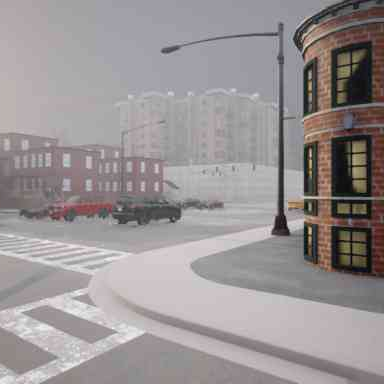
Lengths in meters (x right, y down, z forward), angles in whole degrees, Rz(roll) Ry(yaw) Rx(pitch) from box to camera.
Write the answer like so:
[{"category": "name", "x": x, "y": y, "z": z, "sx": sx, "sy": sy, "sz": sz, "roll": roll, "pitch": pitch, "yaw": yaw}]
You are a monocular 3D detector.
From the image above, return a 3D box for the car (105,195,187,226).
[{"category": "car", "x": -3.092, "y": 1.221, "z": 23.594, "sx": 2.150, "sy": 2.045, "sz": 5.566, "roll": 0, "pitch": 0, "yaw": 36}]

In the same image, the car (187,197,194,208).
[{"category": "car", "x": -0.706, "y": 1.492, "z": 45.289, "sx": 2.128, "sy": 1.511, "sz": 4.902, "roll": 0, "pitch": 0, "yaw": 36}]

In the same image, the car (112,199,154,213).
[{"category": "car", "x": -6.483, "y": 1.526, "z": 37.227, "sx": 1.812, "sy": 1.442, "sz": 4.674, "roll": 0, "pitch": 0, "yaw": 35}]

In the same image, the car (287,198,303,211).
[{"category": "car", "x": 13.160, "y": 1.478, "z": 40.312, "sx": 1.882, "sy": 1.535, "sz": 5.008, "roll": 0, "pitch": 0, "yaw": 36}]

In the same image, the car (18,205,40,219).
[{"category": "car", "x": -12.212, "y": 1.547, "z": 29.235, "sx": 2.033, "sy": 1.411, "sz": 5.357, "roll": 0, "pitch": 0, "yaw": 36}]

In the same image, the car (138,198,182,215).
[{"category": "car", "x": -3.337, "y": 1.478, "z": 35.624, "sx": 1.882, "sy": 1.535, "sz": 5.008, "roll": 0, "pitch": 0, "yaw": 36}]

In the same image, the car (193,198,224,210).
[{"category": "car", "x": 2.514, "y": 1.564, "z": 43.776, "sx": 1.994, "sy": 1.385, "sz": 4.181, "roll": 0, "pitch": 0, "yaw": 35}]

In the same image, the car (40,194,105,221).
[{"category": "car", "x": -9.131, "y": 1.221, "z": 27.524, "sx": 2.150, "sy": 2.045, "sz": 5.566, "roll": 0, "pitch": 0, "yaw": 36}]
